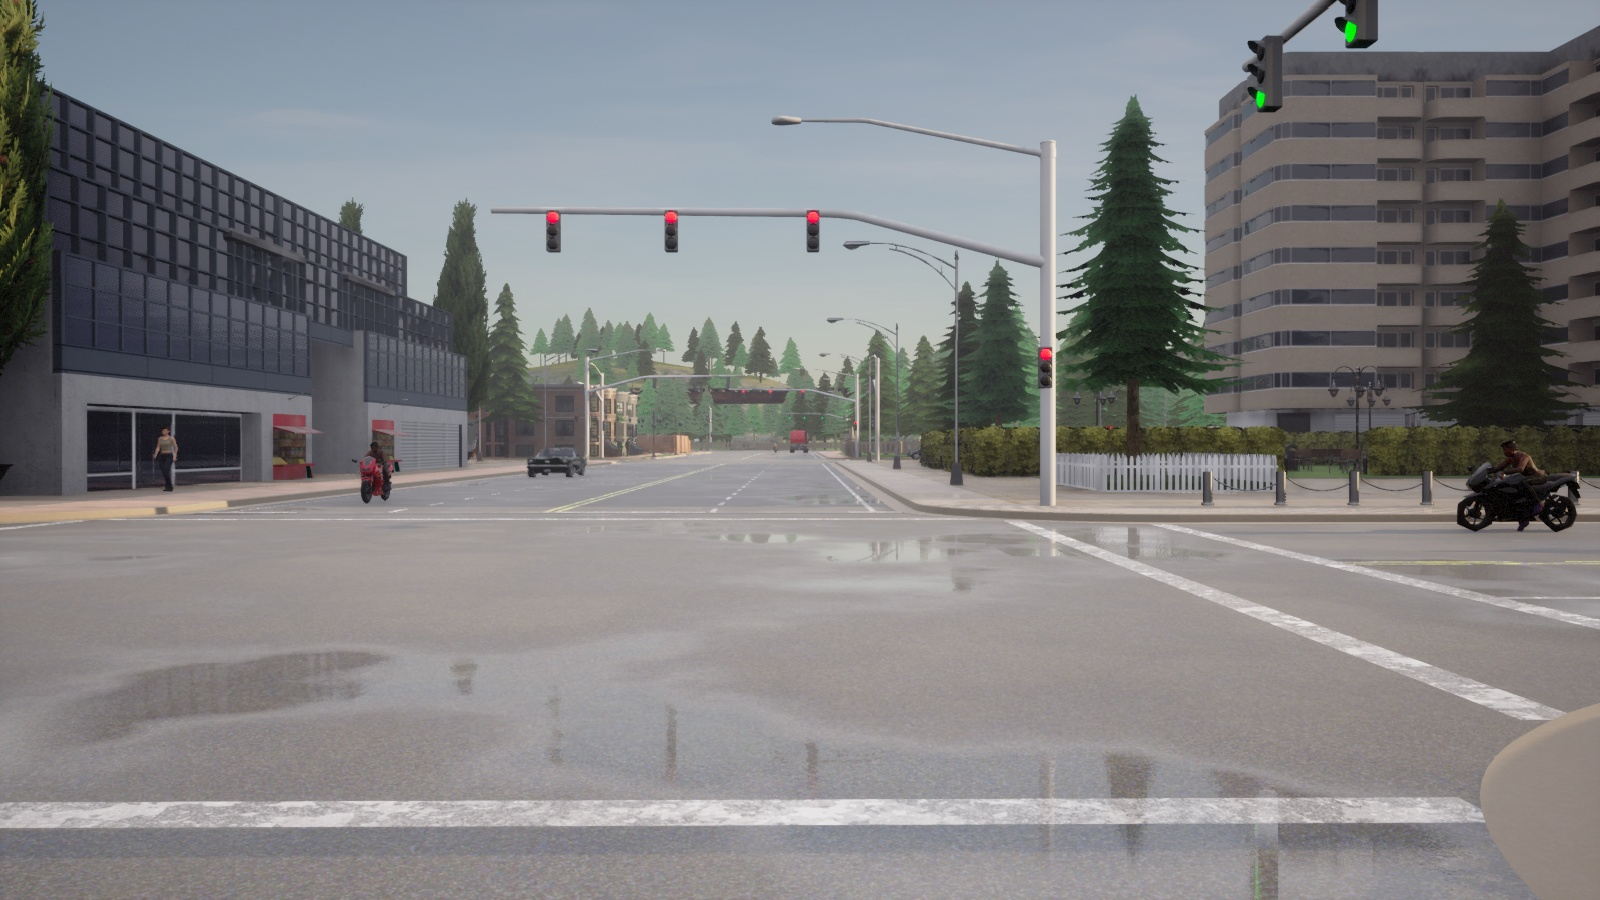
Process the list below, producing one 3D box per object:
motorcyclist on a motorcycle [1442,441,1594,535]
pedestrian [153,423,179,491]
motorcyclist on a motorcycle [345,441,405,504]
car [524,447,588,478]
[{"bbox_3d":[11.870,0.621,20.800,2.044,1.523,0.797,0,0,0],"label":"motorcyclist on a motorcycle"},{"bbox_3d":[-17.318,0.197,34.302,0.345,1.836,0.594,0,0,7],"label":"pedestrian"},{"bbox_3d":[-10.665,0.542,31.586,0.797,1.523,2.044,0,0,0],"label":"motorcyclist on a motorcycle"},{"bbox_3d":[-10.669,0.527,55.160,1.895,1.301,4.718,0,0,0],"label":"car"}]
